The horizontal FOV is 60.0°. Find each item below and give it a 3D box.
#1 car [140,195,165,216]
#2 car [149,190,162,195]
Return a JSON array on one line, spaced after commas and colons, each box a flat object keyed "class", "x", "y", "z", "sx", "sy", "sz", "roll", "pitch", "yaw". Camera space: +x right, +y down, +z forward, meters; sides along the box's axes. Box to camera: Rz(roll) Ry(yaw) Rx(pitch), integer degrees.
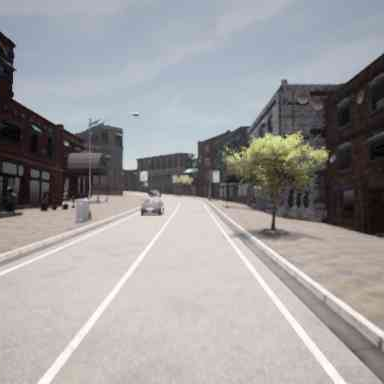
[{"class": "car", "x": -3.597, "y": 1.337, "z": 30.824, "sx": 2.128, "sy": 1.511, "sz": 4.902, "roll": 0, "pitch": 1, "yaw": 0}, {"class": "car", "x": -7.972, "y": 0.298, "z": 72.138, "sx": 2.128, "sy": 1.511, "sz": 4.902, "roll": 1, "pitch": 2, "yaw": -22}]
